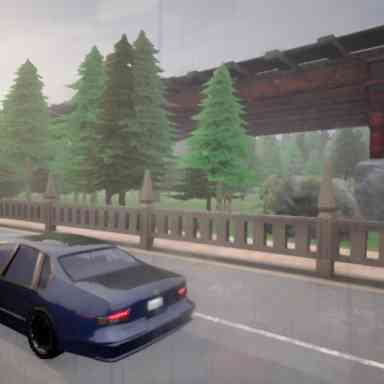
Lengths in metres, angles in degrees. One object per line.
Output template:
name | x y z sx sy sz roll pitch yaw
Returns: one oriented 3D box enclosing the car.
car | -2.515 1.459 5.796 5.357 1.411 2.033 1 1 36
